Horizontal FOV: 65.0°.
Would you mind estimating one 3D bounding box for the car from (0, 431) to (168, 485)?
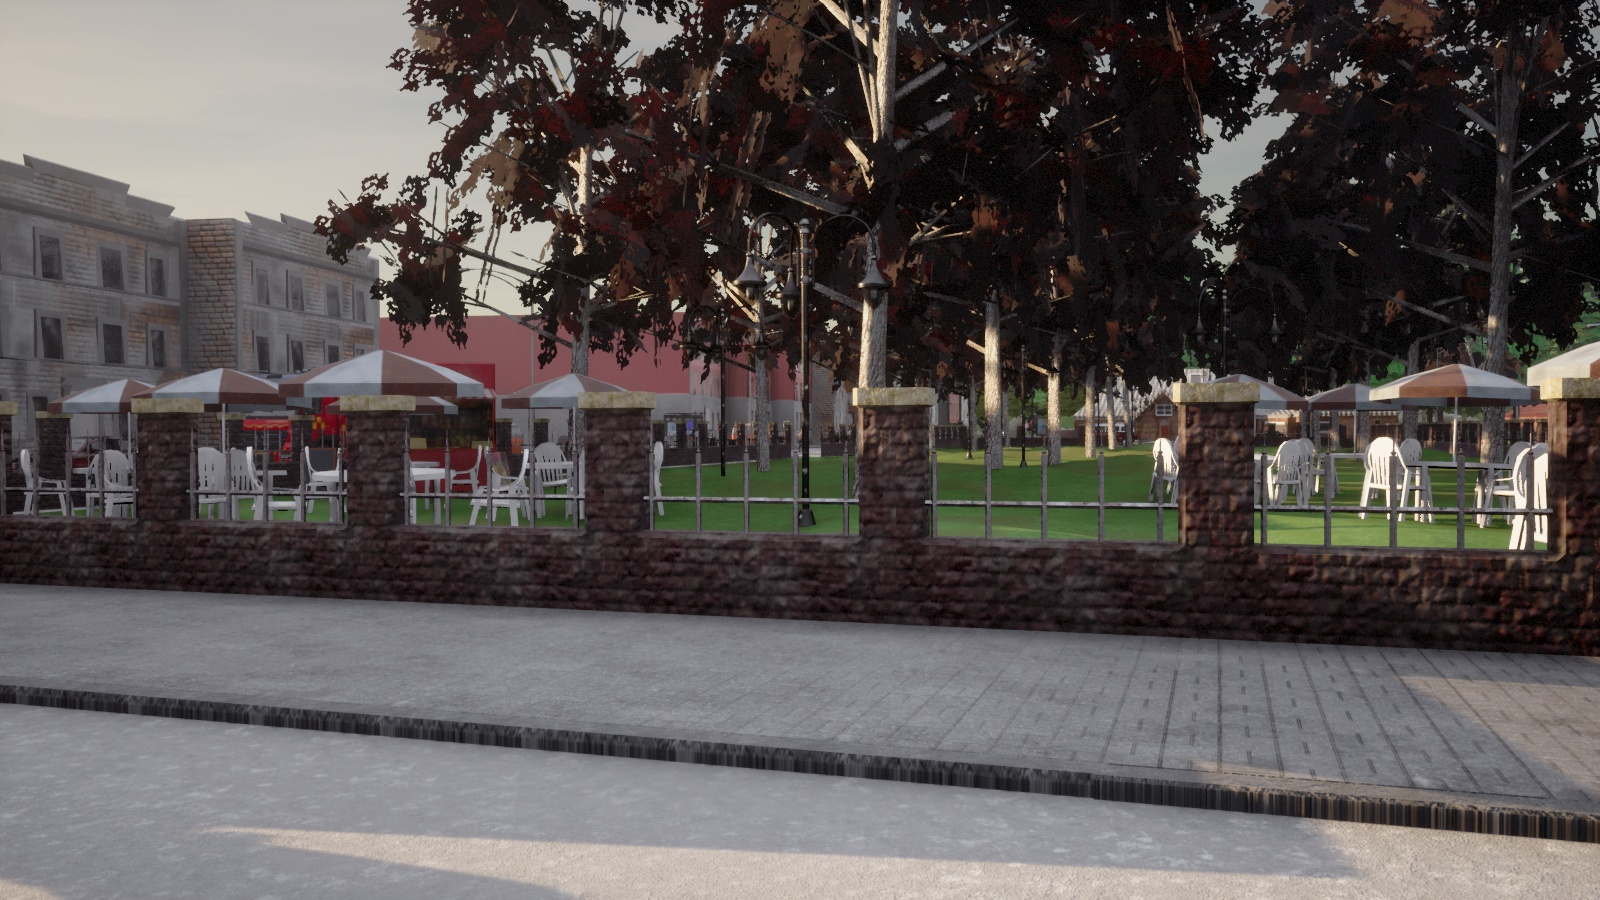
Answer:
[{"bbox_3d":[-20.693,0.180,36.370,1.816,1.474,4.193,1,1,18],"label":"car"}]

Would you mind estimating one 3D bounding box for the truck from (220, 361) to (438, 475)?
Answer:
[{"bbox_3d":[-17.227,-1.152,46.772,2.891,3.827,8.468,1,1,18],"label":"truck"}]

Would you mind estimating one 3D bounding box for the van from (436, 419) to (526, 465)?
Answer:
[{"bbox_3d":[-14.172,-0.370,55.991,1.775,1.987,4.442,1,1,18],"label":"van"}]

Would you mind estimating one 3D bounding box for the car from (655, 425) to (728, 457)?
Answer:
[{"bbox_3d":[-5.846,-0.511,68.335,2.152,1.651,5.027,1,1,19],"label":"car"}]

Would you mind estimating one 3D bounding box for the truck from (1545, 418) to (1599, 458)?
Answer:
[{"bbox_3d":[50.555,-0.780,81.604,2.627,2.467,5.204,1,1,18],"label":"truck"}]
